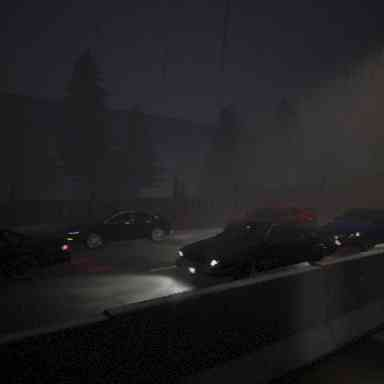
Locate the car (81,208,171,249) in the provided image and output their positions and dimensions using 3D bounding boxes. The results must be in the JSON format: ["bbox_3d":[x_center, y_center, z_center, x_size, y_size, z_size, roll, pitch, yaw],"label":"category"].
[{"bbox_3d":[-3.147,1.498,14.590,4.892,1.490,1.837,0,0,-35],"label":"car"}]

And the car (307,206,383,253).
[{"bbox_3d":[6.839,1.362,13.095,4.674,1.442,1.812,-3,1,-36],"label":"car"}]

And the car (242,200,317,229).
[{"bbox_3d":[5.526,1.295,20.771,4.718,1.301,1.895,-3,2,-36],"label":"car"}]

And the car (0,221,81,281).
[{"bbox_3d":[-5.887,1.551,8.378,5.357,1.411,2.033,0,0,-35],"label":"car"}]

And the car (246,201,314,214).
[{"bbox_3d":[3.663,1.359,15.126,5.008,1.535,1.882,-2,1,-36],"label":"car"}]

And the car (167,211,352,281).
[{"bbox_3d":[2.178,1.522,9.791,5.357,1.411,2.033,-1,1,-35],"label":"car"}]
